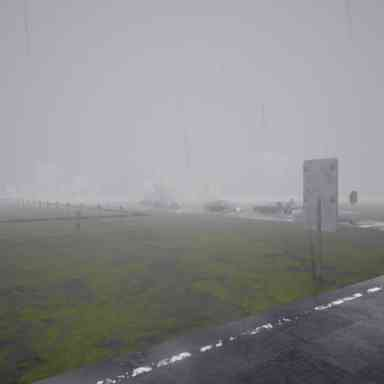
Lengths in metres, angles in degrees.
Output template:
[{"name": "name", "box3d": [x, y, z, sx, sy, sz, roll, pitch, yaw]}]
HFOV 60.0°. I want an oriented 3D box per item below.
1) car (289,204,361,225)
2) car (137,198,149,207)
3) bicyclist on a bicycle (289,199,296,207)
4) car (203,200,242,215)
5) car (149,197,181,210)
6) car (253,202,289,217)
[{"name": "car", "box3d": [10.003, 1.638, 25.021, 1.895, 1.301, 4.718, 0, 0, -34]}, {"name": "car", "box3d": [-7.154, 1.684, 54.505, 2.033, 1.411, 5.357, 0, 0, -35]}, {"name": "bicyclist on a bicycle", "box3d": [10.493, 1.510, 34.797, 1.656, 1.620, 0.582, 0, 0, -35]}, {"name": "car", "box3d": [3.157, 1.563, 34.836, 2.128, 1.511, 4.902, 0, 0, -35]}, {"name": "car", "box3d": [-3.395, 1.457, 44.147, 2.097, 1.767, 4.553, 0, 0, -35]}, {"name": "car", "box3d": [8.253, 1.656, 32.781, 1.895, 1.301, 4.718, 0, 0, -36]}]
